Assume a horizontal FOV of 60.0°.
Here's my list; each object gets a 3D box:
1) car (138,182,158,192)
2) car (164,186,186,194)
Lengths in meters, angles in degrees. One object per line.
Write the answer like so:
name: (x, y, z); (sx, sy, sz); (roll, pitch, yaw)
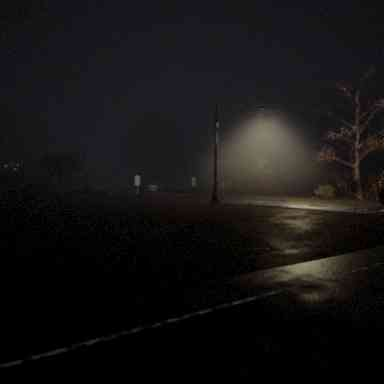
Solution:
car: (-8.872, -1.009, 66.125); (2.150, 2.045, 5.566); (0, 2, -36)
car: (-3.050, -0.324, 58.004); (1.895, 1.301, 4.718); (0, 2, -36)
